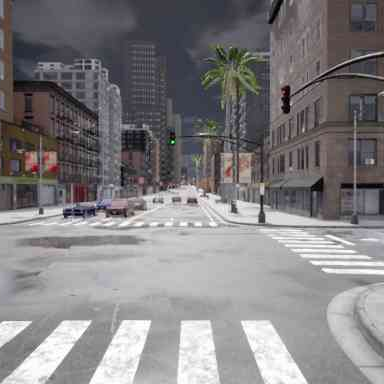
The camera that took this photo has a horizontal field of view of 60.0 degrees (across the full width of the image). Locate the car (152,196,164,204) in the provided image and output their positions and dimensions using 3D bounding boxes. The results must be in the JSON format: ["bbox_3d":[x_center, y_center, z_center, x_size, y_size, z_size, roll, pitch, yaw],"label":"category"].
[{"bbox_3d":[-6.573,1.471,64.708,2.128,1.511,4.902,0,0,0],"label":"car"}]

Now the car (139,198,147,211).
[{"bbox_3d":[-6.638,1.506,40.589,1.837,1.490,4.892,0,0,0],"label":"car"}]

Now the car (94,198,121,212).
[{"bbox_3d":[-9.889,1.481,39.144,1.882,1.535,5.008,0,0,0],"label":"car"}]

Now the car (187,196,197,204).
[{"bbox_3d":[0.041,1.461,61.290,1.882,1.535,5.008,0,0,0],"label":"car"}]

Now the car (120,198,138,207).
[{"bbox_3d":[-9.891,1.595,52.222,1.895,1.301,4.718,0,0,0],"label":"car"}]

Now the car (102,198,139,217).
[{"bbox_3d":[-6.622,1.481,31.092,1.882,1.535,5.008,0,0,1],"label":"car"}]

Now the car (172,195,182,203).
[{"bbox_3d":[-3.237,1.464,70.864,2.128,1.511,4.902,0,0,0],"label":"car"}]

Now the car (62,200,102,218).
[{"bbox_3d":[-9.879,1.604,29.750,1.895,1.301,4.718,0,0,0],"label":"car"}]

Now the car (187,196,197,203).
[{"bbox_3d":[0.003,1.526,71.331,1.994,1.385,4.181,0,0,0],"label":"car"}]
